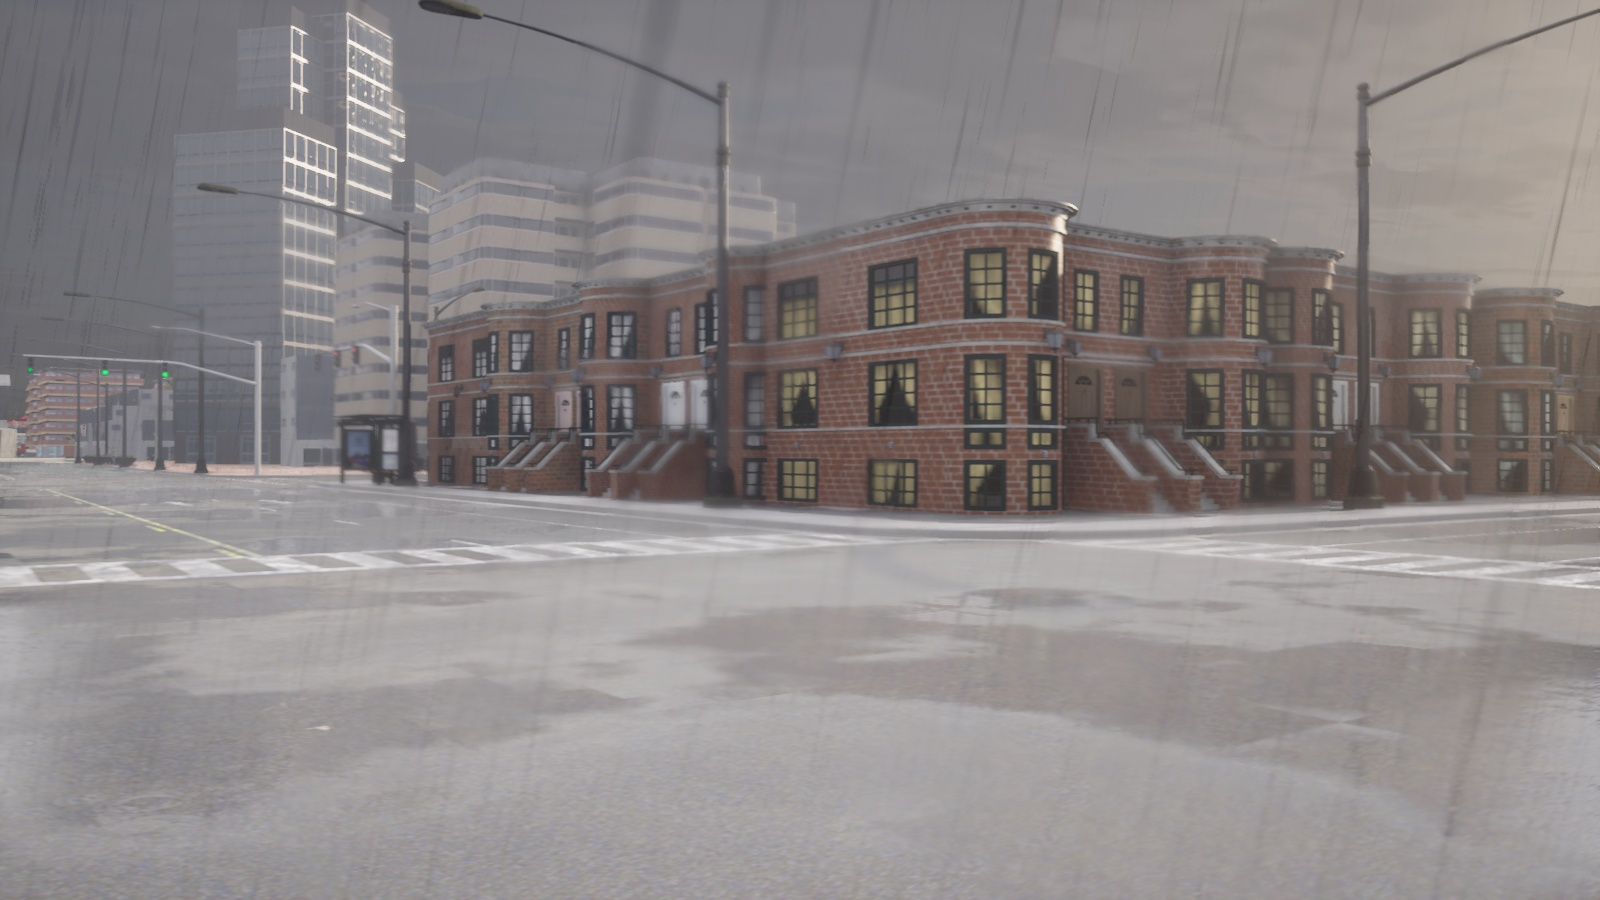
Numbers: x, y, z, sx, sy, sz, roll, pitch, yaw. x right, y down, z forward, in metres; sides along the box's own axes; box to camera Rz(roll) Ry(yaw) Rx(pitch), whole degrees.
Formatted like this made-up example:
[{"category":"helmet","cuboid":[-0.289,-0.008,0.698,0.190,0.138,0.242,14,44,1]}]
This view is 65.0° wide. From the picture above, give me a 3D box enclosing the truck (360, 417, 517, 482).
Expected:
[{"category":"truck","cuboid":[-20.173,-0.022,70.374,7.936,3.462,2.891,0,0,-35]}]
